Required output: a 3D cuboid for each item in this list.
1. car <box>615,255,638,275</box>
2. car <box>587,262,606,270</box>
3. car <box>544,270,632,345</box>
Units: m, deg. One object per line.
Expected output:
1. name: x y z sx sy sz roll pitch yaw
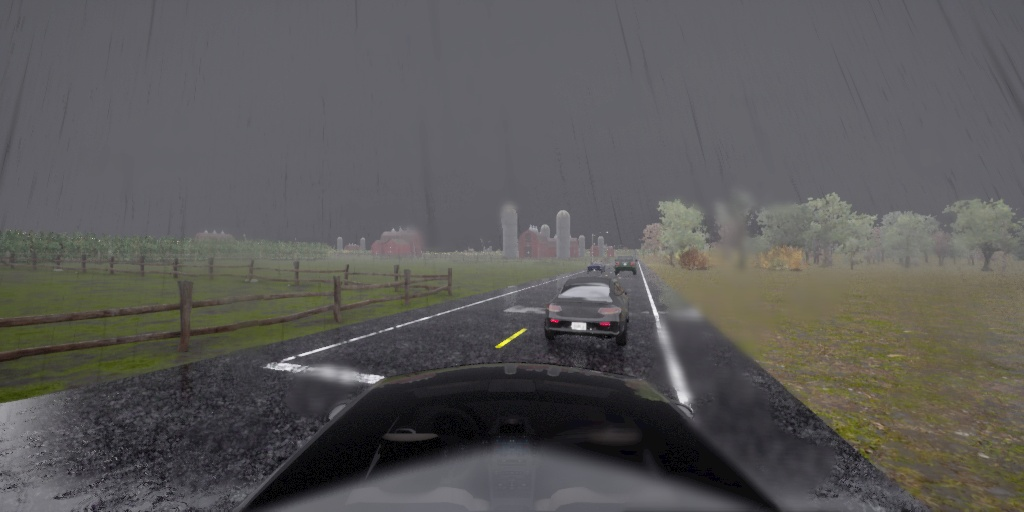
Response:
1. car: 12.553 0.961 39.473 2.150 2.045 5.566 0 0 20
2. car: 10.340 1.340 43.910 1.895 1.301 4.718 0 0 19
3. car: 2.127 1.274 9.532 1.812 1.442 4.674 0 0 19
